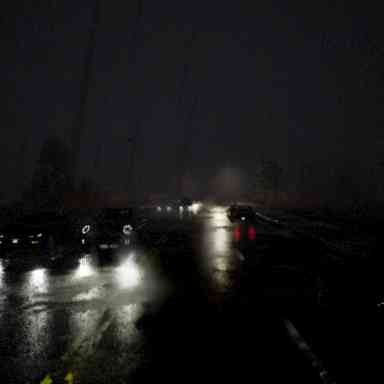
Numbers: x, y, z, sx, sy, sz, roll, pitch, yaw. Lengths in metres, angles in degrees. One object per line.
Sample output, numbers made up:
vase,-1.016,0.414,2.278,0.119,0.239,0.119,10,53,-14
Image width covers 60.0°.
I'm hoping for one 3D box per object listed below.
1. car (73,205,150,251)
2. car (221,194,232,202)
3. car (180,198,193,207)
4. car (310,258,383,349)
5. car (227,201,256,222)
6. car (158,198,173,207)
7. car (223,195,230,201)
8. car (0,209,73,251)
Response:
car,-3.158,1.411,14.368,2.097,1.767,4.553,0,0,1
car,8.257,1.685,82.780,2.033,1.649,4.856,0,0,7
car,-0.940,1.724,56.686,1.812,1.442,4.674,0,0,5
car,3.389,1.624,4.924,1.895,1.301,4.718,0,0,0
car,3.935,1.709,27.228,1.895,1.301,4.718,0,0,2
car,-4.322,1.672,55.207,1.882,1.535,5.008,0,0,5
car,9.641,1.747,93.616,1.882,1.535,5.008,0,0,8
car,-6.406,1.563,14.574,1.837,1.490,4.892,0,0,1
